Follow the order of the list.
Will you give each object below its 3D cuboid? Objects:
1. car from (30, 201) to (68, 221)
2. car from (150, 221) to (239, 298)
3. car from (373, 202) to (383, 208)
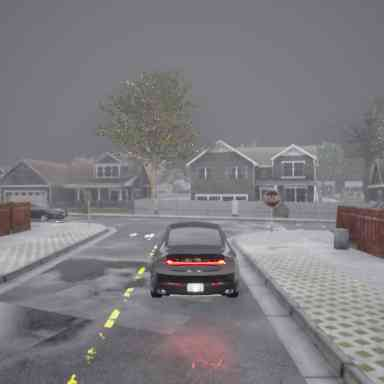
[{"bbox_3d":[-11.803,1.444,25.217,4.892,1.490,1.837,0,0,15],"label":"car"},{"bbox_3d":[0.045,1.504,8.517,1.837,1.490,4.892,0,0,0],"label":"car"},{"bbox_3d":[12.637,1.430,21.689,4.553,1.767,2.097,0,0,18],"label":"car"}]
